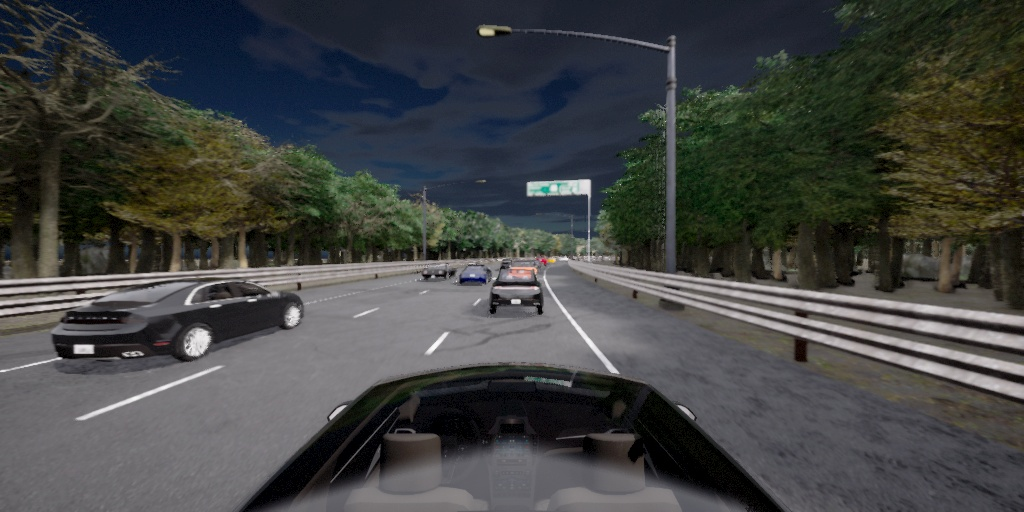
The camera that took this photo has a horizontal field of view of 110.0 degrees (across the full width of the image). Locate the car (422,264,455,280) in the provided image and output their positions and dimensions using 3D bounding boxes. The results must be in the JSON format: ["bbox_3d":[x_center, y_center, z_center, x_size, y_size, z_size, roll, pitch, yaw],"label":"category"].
[{"bbox_3d":[-5.945,1.321,30.009,1.895,1.301,4.718,0,-1,4],"label":"car"}]

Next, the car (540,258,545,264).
[{"bbox_3d":[3.659,1.292,56.161,2.033,1.411,5.357,0,0,8],"label":"car"}]

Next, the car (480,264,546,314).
[{"bbox_3d":[0.208,1.244,13.878,2.128,1.511,4.902,0,0,2],"label":"car"}]

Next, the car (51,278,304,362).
[{"bbox_3d":[-6.837,1.240,8.187,1.837,1.490,4.892,0,0,1],"label":"car"}]

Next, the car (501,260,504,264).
[{"bbox_3d":[-0.467,1.246,50.720,1.837,1.490,4.892,0,0,7],"label":"car"}]

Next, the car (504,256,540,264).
[{"bbox_3d":[0.830,1.104,26.983,2.097,1.767,4.553,0,0,4],"label":"car"}]

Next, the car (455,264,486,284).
[{"bbox_3d":[-2.602,1.309,26.687,1.994,1.385,4.181,0,0,4],"label":"car"}]
